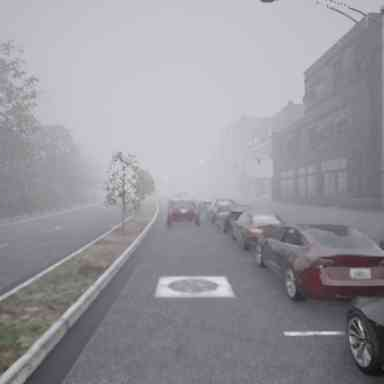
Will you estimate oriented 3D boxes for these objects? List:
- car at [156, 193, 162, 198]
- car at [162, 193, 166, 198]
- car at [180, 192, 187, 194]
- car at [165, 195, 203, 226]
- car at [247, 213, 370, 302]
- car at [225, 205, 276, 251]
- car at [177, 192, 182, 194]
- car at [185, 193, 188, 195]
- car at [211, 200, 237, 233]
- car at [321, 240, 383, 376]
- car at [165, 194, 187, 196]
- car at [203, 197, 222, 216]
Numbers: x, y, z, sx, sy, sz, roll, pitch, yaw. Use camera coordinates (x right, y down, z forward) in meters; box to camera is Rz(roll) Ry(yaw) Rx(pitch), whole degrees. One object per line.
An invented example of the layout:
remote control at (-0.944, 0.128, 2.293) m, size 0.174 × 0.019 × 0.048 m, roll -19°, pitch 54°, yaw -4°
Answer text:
car at (-7.881, 0.948, 90.874) m, size 1.946 × 1.575 × 5.366 m, roll 0°, pitch 1°, yaw -14°
car at (-5.231, 1.058, 80.179) m, size 1.946 × 1.575 × 5.366 m, roll 0°, pitch 1°, yaw -12°
car at (-0.360, 1.282, 52.771) m, size 1.946 × 1.575 × 5.366 m, roll 0°, pitch 0°, yaw -7°
car at (-0.644, 1.280, 23.044) m, size 2.097 × 1.767 × 4.553 m, roll 0°, pitch 0°, yaw -3°
car at (2.951, 1.489, 8.251) m, size 2.163 × 1.488 × 4.792 m, roll 0°, pitch 0°, yaw -1°
car at (2.788, 1.484, 13.778) m, size 2.002 × 1.452 × 4.674 m, roll 0°, pitch 0°, yaw -2°
car at (-1.128, 1.248, 58.282) m, size 1.946 × 1.575 × 5.366 m, roll 0°, pitch 0°, yaw -8°
car at (0.332, 1.316, 47.059) m, size 2.097 × 1.535 × 5.008 m, roll 0°, pitch 0°, yaw -6°
car at (2.571, 1.456, 19.377) m, size 2.163 × 1.488 × 4.792 m, roll 0°, pitch 0°, yaw -2°
car at (3.045, 1.504, 2.567) m, size 2.163 × 1.488 × 4.792 m, roll 0°, pitch 0°, yaw 0°
car at (-2.048, 1.334, 40.969) m, size 1.882 × 1.535 × 5.008 m, roll 0°, pitch 0°, yaw -6°
car at (1.432, 1.366, 35.983) m, size 2.231 × 1.521 × 4.892 m, roll 0°, pitch 0°, yaw -5°
